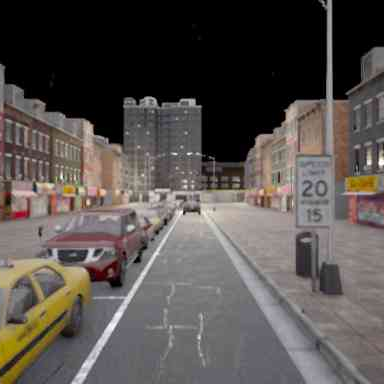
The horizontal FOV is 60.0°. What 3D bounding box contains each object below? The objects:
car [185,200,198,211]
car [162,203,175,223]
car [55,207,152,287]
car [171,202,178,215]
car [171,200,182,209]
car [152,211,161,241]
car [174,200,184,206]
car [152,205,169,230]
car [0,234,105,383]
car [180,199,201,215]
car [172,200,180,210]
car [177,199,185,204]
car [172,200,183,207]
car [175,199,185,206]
[{"bbox_3d":[-0.032,2.002,49.898,1.882,1.535,5.008,0,0,1],"label":"car"},{"bbox_3d":[-2.666,1.839,26.143,1.947,1.339,4.313,0,-1,0],"label":"car"},{"bbox_3d":[-2.650,1.418,9.790,2.192,1.841,5.009,0,-1,0],"label":"car"},{"bbox_3d":[-2.671,1.897,31.595,1.947,1.339,4.313,0,-1,0],"label":"car"},{"bbox_3d":[-2.698,2.142,58.684,1.752,1.417,4.829,0,-1,0],"label":"car"},{"bbox_3d":[-2.655,1.741,15.239,1.802,1.307,4.206,0,-1,0],"label":"car"},{"bbox_3d":[-2.709,2.315,69.757,1.802,1.307,4.206,0,-1,0],"label":"car"},{"bbox_3d":[-2.660,1.740,20.522,1.752,1.417,4.829,0,-1,0],"label":"car"},{"bbox_3d":[-2.644,1.570,4.166,1.752,1.417,4.829,0,-1,0],"label":"car"},{"bbox_3d":[0.003,1.764,39.260,2.097,1.767,4.553,0,-1,0],"label":"car"},{"bbox_3d":[-2.676,1.939,37.047,2.008,1.369,4.403,0,-1,0],"label":"car"},{"bbox_3d":[-2.725,2.470,86.113,1.947,1.339,4.313,0,-1,0],"label":"car"},{"bbox_3d":[-2.703,2.241,64.306,1.947,1.339,4.313,0,-1,0],"label":"car"},{"bbox_3d":[-2.714,2.356,75.209,1.947,1.339,4.313,0,-1,0],"label":"car"}]
